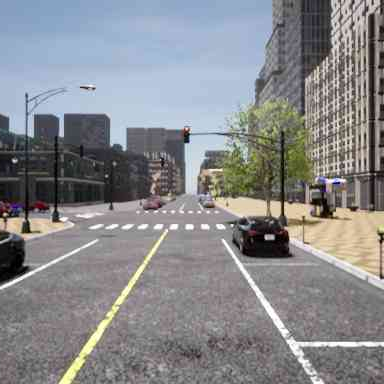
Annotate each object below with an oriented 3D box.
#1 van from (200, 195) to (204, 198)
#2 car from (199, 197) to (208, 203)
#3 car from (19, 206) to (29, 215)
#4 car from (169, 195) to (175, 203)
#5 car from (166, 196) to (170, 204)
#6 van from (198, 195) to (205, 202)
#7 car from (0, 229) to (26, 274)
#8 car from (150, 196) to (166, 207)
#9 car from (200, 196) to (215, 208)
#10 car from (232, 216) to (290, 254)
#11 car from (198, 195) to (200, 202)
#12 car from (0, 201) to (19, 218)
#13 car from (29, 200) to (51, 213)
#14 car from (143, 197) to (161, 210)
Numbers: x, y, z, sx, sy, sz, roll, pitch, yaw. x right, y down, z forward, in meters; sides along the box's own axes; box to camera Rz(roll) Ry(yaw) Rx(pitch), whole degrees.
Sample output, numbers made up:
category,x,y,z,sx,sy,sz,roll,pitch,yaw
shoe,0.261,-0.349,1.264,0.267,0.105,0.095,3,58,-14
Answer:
category,x,y,z,sx,sy,sz,roll,pitch,yaw
van,2.659,1.536,57.152,1.690,1.788,3.998,0,0,0
car,2.644,1.838,79.355,1.947,1.339,4.313,0,0,0
car,-17.391,1.420,29.234,4.674,1.442,1.812,1,0,-2
car,-5.736,1.797,79.177,1.752,1.417,4.829,0,0,0
car,-5.726,1.765,62.695,2.008,1.369,4.403,0,0,0
van,2.639,1.652,90.458,1.690,1.788,3.998,0,0,0
car,-5.691,1.594,8.026,1.947,1.339,4.313,0,0,0
car,-5.718,1.491,51.593,2.192,1.841,5.009,0,0,0
car,2.661,1.702,51.770,1.752,1.417,4.829,0,0,0
car,2.685,1.612,13.571,1.947,1.339,4.313,0,0,0
car,2.651,1.784,68.253,2.008,1.369,4.403,0,0,0
car,-17.165,1.190,26.664,5.009,1.841,2.192,1,-1,-1
car,-17.291,1.489,35.038,4.507,1.381,1.887,1,-1,-1
car,-5.715,1.739,46.041,1.802,1.307,4.206,0,0,0
